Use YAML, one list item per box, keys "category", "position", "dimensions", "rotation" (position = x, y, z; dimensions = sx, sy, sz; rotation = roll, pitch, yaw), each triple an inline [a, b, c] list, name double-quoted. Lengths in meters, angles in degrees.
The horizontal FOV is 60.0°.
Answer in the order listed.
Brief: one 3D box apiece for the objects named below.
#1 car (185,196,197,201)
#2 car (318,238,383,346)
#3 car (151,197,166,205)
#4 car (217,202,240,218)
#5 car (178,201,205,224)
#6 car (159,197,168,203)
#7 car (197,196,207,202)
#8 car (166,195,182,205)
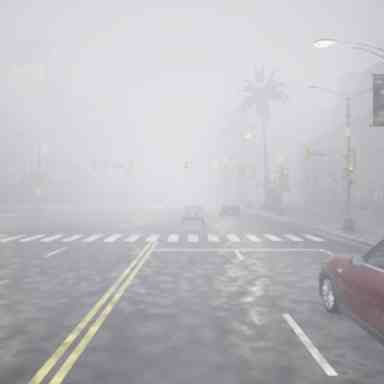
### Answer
- category: "car"
  position: [-0.296, 2.077, 94.003]
  dimensions: [1.812, 1.442, 4.674]
  rotation: [0, 0, -4]
- category: "car"
  position: [3.566, 1.381, 4.850]
  dimensions: [2.097, 1.767, 4.553]
  rotation: [0, 0, 0]
- category: "car"
  position: [-7.104, 1.763, 68.447]
  dimensions: [2.097, 1.767, 4.553]
  rotation: [0, 0, 0]
- category: "car"
  position: [3.550, 1.670, 32.680]
  dimensions: [1.882, 1.535, 5.008]
  rotation: [0, 0, 0]
- category: "car"
  position: [0.057, 1.704, 26.456]
  dimensions: [2.033, 1.411, 5.357]
  rotation: [0, 0, 0]
- category: "car"
  position: [-7.128, 2.054, 84.432]
  dimensions: [1.994, 1.385, 4.181]
  rotation: [0, 0, 0]
- category: "car"
  position: [3.165, 2.109, 94.725]
  dimensions: [1.994, 1.385, 4.181]
  rotation: [0, 0, -4]
- category: "car"
  position: [-3.604, 1.633, 68.888]
  dimensions: [2.150, 2.045, 5.566]
  rotation: [0, 0, 0]
